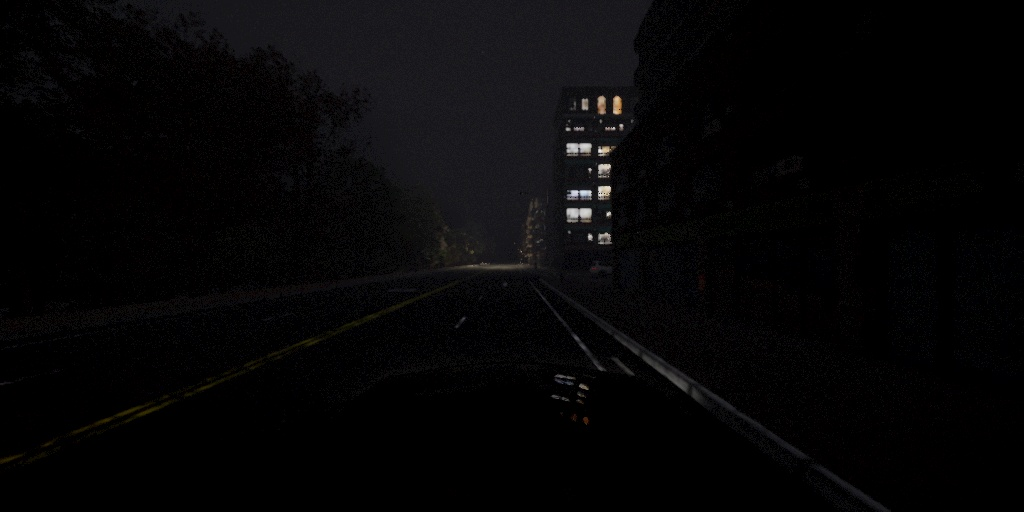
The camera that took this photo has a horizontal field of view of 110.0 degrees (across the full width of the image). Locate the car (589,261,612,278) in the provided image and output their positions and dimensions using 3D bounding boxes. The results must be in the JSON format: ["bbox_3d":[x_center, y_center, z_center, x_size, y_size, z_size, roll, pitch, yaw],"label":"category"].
[{"bbox_3d":[12.247,1.658,43.577,5.566,2.045,2.150,1,-1,0],"label":"car"}]
